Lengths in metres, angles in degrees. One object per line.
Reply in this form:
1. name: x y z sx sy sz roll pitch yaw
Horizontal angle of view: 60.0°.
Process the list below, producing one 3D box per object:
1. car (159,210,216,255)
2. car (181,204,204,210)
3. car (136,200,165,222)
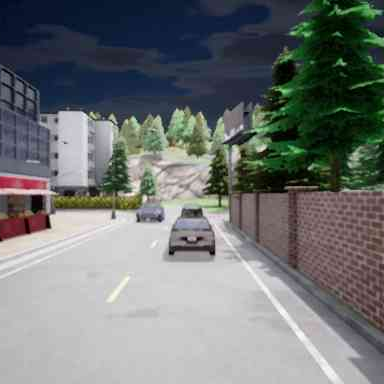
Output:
1. car: 0.000 1.683 13.972 2.033 1.411 5.357 0 -1 0
2. car: 0.003 1.763 29.464 1.882 1.535 5.008 0 0 0
3. car: -3.505 1.628 28.801 2.097 1.767 4.553 0 0 0
